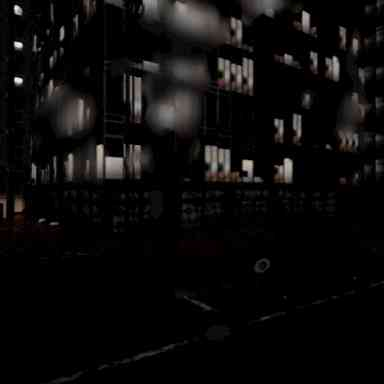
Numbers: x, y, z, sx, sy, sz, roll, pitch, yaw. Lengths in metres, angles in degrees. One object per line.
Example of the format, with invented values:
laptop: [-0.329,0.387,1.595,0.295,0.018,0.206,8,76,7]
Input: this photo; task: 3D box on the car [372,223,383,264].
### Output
car: [6.841,1.657,11.437,4.829,1.417,1.752,1,-1,-35]

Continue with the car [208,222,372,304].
car: [2.350,1.512,8.240,4.097,1.590,1.967,1,-1,-35]

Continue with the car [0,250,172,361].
car: [-2.280,1.592,4.942,4.206,1.307,1.802,1,-1,-35]
